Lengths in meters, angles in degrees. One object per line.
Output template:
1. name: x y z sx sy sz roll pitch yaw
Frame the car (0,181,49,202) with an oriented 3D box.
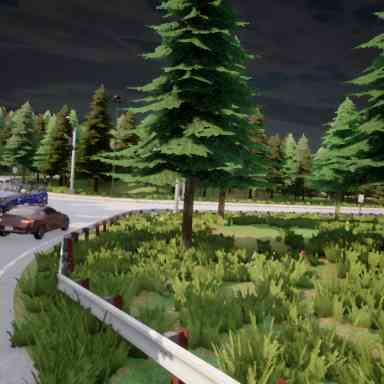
1. car: -10.713 0.335 19.960 2.150 2.045 5.566 4 2 4

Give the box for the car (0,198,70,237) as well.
1. car: -7.651 1.335 16.381 1.812 1.442 4.674 4 1 1
